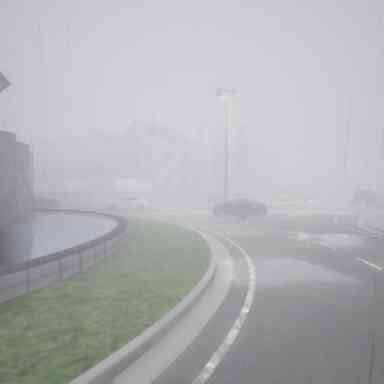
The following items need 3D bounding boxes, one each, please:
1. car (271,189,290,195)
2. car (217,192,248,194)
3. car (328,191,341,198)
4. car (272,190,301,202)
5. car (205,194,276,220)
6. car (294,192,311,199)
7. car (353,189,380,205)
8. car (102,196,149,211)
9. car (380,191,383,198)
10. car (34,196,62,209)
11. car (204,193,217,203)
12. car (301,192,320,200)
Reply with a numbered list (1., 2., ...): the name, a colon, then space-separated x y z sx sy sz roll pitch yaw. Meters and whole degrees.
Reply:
1. car: 16.370 0.470 60.911 2.150 2.045 5.566 1 1 39
2. car: 5.756 0.819 42.875 2.097 1.767 4.553 1 1 44
3. car: 32.118 0.490 75.016 2.128 1.511 4.902 1 1 39
4. car: 15.437 0.807 54.196 1.882 1.535 5.008 1 1 39
5. car: 3.413 1.185 24.484 2.128 1.511 4.902 0 1 -31
6. car: 23.118 0.739 69.358 1.895 1.301 4.718 1 1 39
7. car: 24.008 0.652 46.262 2.150 2.045 5.566 1 1 39
8. car: -6.681 1.103 33.674 4.674 1.442 1.812 0 1 -25
9. car: 38.192 0.361 69.799 2.150 2.045 5.566 1 1 39
10. car: -16.541 1.106 34.929 5.357 1.411 2.033 0 1 -3
11. car: 3.627 0.924 45.622 2.128 1.511 4.902 1 1 44
12. car: 22.483 0.822 62.967 1.895 1.301 4.718 1 1 39
